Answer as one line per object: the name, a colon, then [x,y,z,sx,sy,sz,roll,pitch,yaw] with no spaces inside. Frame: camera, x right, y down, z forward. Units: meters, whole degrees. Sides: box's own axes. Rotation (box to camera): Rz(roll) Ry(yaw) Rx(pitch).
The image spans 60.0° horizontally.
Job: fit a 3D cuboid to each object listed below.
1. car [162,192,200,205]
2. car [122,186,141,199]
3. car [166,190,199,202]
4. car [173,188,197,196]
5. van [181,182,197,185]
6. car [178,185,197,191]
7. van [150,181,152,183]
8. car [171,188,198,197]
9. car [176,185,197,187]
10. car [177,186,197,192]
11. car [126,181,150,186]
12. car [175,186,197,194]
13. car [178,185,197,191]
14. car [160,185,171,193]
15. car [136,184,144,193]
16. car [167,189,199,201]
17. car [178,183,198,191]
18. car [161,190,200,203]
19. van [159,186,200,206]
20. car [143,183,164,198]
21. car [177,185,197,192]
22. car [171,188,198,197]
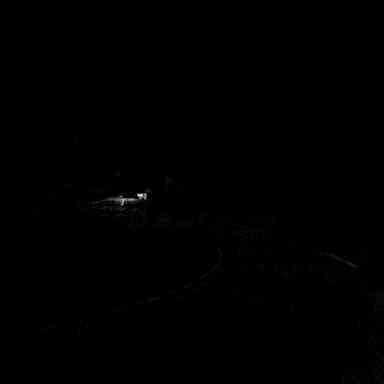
car: [-1.400,0.823,43.906,4.792,1.488,2.163,1,2,0]
car: [-9.800,0.252,52.965,1.837,1.490,4.892,1,2,0]
car: [-1.375,0.596,49.453,4.792,1.488,2.163,1,2,0]
car: [-1.332,-0.071,66.093,4.674,1.452,2.002,1,2,0]
van: [-1.193,-0.446,68.854,4.442,1.987,1.878,1,2,0]
car: [-1.222,-1.005,88.276,5.008,1.535,2.097,1,2,0]
van: [-14.159,-1.724,93.074,4.442,1.987,1.878,1,2,0]
car: [-1.356,0.153,60.545,4.674,1.452,2.002,1,2,0]
car: [-1.331,0.101,57.765,4.553,1.767,2.185,1,2,0]
car: [-1.224,-0.751,82.731,4.792,1.488,2.163,1,2,0]
car: [-14.342,-1.415,84.671,5.566,2.045,2.435,1,2,0]
car: [-1.320,-0.418,74.411,4.792,1.488,2.163,1,2,0]
car: [-1.209,-1.117,91.050,5.008,1.535,2.097,1,2,0]
car: [-6.347,-0.761,80.414,2.128,1.511,4.902,1,2,0]
car: [-9.649,-0.367,68.764,2.128,1.511,4.902,1,2,0]
car: [-1.396,0.453,52.224,4.892,1.521,2.231,1,2,0]
car: [-1.225,-1.480,93.814,5.566,2.045,2.435,1,2,0]
car: [-1.602,0.672,46.680,5.366,1.575,1.946,1,2,0]
van: [-1.553,0.679,41.125,4.442,1.987,1.878,1,2,0]
car: [-6.356,-0.074,55.944,2.150,2.045,5.566,1,2,0]
car: [-1.233,-0.892,85.503,4.892,1.521,2.231,1,2,0]
car: [-1.345,0.001,63.316,5.008,1.535,2.097,1,2,0]
